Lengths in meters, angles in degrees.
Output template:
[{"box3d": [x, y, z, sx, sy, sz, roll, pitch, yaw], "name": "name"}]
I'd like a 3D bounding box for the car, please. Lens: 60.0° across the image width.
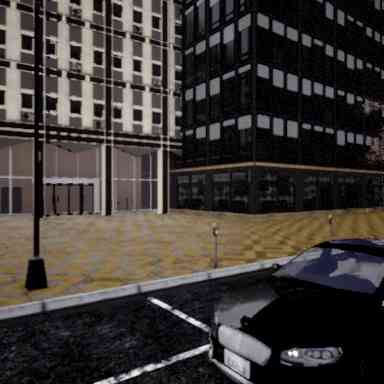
[{"box3d": [2.448, 1.494, 4.835, 4.902, 1.511, 2.128, 0, 0, -36], "name": "car"}]
